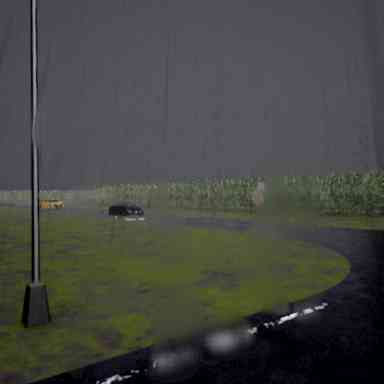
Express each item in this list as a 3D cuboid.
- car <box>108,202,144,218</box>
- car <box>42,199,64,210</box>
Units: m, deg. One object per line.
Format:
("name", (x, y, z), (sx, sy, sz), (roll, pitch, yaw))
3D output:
("car", (-6.332, 1.654, 31.633), (1.994, 1.385, 4.181), (0, 0, -40))
("car", (-20.091, 1.743, 48.077), (1.882, 1.535, 5.008), (0, -1, -40))
